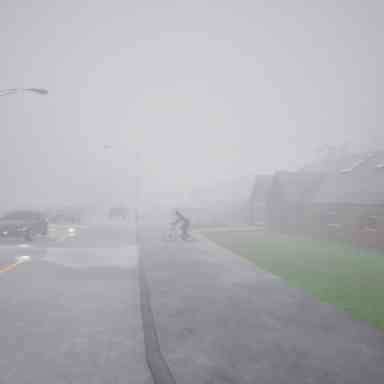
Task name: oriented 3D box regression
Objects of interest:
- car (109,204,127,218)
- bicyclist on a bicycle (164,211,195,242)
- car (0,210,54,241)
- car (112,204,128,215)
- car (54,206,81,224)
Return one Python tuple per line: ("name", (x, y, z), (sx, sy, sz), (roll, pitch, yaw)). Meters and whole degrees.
("car", (-8.966, 2.352, 40.190), (1.837, 1.490, 4.892), (2, -1, -9))
("bicyclist on a bicycle", (-0.632, 1.800, 17.280), (1.656, 1.620, 0.582), (1, -1, -10))
("car", (-9.343, 1.768, 18.333), (1.837, 1.490, 4.892), (2, -2, -10))
("car", (-10.868, 2.569, 50.800), (2.128, 1.511, 4.902), (2, -2, -10))
("car", (-11.493, 2.061, 30.688), (1.812, 1.442, 4.674), (2, -1, -10))
